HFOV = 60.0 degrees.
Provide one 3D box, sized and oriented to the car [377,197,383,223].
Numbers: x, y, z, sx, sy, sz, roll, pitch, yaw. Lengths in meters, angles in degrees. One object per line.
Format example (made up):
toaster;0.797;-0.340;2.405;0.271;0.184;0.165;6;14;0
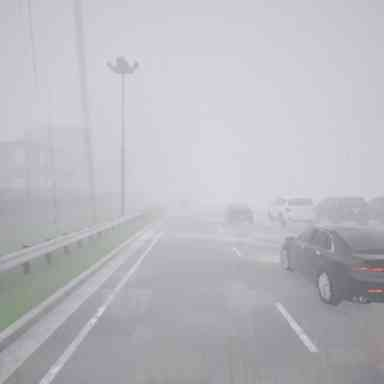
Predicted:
car;14.099;1.347;24.092;2.150;2.045;5.566;0;0;0

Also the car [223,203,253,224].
car;3.599;1.615;26.412;1.882;1.535;5.008;0;0;0

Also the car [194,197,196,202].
car;-0.003;1.821;84.881;2.128;1.511;4.902;0;0;0

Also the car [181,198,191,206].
car;-1.053;1.822;61.258;1.837;1.490;4.892;0;0;0

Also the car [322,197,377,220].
car;10.601;1.347;24.097;2.150;2.045;5.566;0;0;0

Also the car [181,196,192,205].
car;-1.054;1.699;67.229;2.097;1.767;4.553;0;0;0

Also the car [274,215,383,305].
car;3.600;1.548;8.156;1.837;1.490;4.892;0;0;0

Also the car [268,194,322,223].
car;7.099;1.346;24.091;2.150;2.045;5.566;0;0;0

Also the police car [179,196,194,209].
police car;-1.053;1.691;51.369;1.930;1.638;5.238;0;0;0
